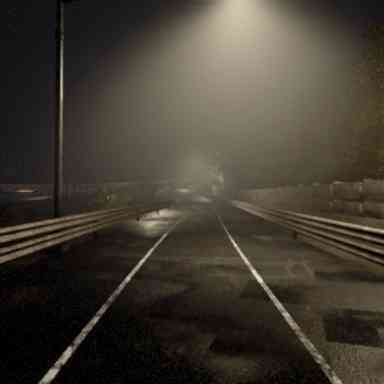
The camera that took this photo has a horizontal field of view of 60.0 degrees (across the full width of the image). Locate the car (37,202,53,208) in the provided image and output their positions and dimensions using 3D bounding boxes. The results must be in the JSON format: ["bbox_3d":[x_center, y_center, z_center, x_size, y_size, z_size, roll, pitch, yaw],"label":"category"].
[{"bbox_3d":[-38.063,3.157,85.979,1.994,1.385,4.181,1,4,18],"label":"car"}]
